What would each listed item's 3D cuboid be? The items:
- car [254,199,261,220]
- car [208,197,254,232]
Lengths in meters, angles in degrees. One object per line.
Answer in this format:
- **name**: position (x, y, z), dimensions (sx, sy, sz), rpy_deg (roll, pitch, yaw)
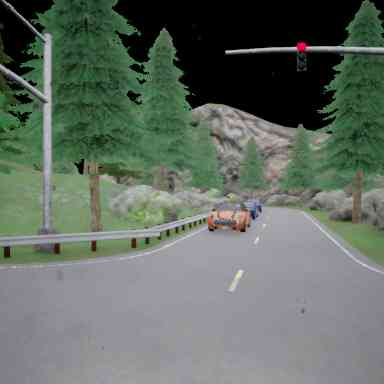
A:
- **car**: position (4.734, 1.522, 29.116), dimensions (1.882, 1.535, 5.008), rpy_deg (0, 0, 15)
- **car**: position (2.368, 1.383, 20.291), dimensions (2.097, 1.767, 4.553), rpy_deg (0, 0, 15)
